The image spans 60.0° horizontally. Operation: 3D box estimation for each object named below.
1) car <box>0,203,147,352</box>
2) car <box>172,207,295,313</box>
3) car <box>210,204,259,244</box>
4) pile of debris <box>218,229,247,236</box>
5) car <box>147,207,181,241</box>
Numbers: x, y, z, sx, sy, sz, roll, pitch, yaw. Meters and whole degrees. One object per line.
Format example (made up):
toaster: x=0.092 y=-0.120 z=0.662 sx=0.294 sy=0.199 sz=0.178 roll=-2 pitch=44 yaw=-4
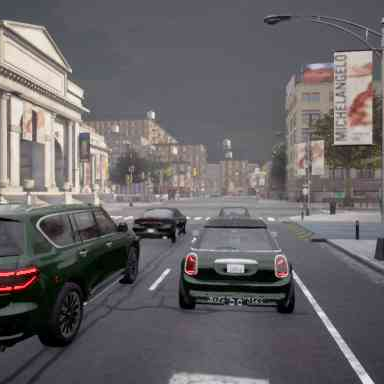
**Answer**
car: x=-2.671 y=1.221 z=6.533 sx=2.150 sy=2.045 sz=5.566 roll=0 pitch=0 yaw=6
car: x=1.009 y=1.352 z=7.903 sx=2.097 sy=1.767 sz=4.553 roll=0 pitch=0 yaw=7
car: x=2.171 y=1.490 z=17.046 sx=2.128 sy=1.511 sz=4.902 roll=0 pitch=0 yaw=7
pile of debris: x=2.192 y=2.175 z=17.989 sx=1.500 sy=0.140 sz=1.860 roll=0 pitch=0 yaw=8
car: x=-1.420 y=1.478 z=16.505 sx=1.882 sy=1.535 sz=5.008 roll=0 pitch=0 yaw=7
